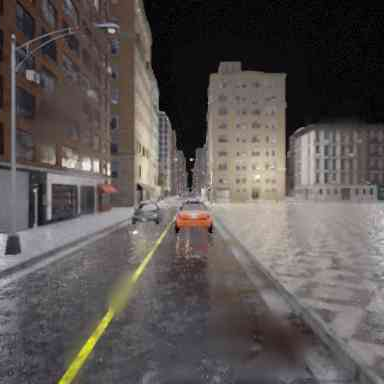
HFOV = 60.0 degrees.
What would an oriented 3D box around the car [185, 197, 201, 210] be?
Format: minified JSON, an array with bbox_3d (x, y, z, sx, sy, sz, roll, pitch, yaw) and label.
[{"bbox_3d":[0.110,1.458,42.660,1.882,1.535,5.008,0,0,0],"label":"car"}]

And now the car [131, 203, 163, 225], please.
[{"bbox_3d":[-3.090,1.515,23.788,1.812,1.442,4.674,0,0,0],"label":"car"}]

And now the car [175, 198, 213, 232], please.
[{"bbox_3d":[0.105,1.342,20.029,2.097,1.767,4.553,0,0,0],"label":"car"}]
